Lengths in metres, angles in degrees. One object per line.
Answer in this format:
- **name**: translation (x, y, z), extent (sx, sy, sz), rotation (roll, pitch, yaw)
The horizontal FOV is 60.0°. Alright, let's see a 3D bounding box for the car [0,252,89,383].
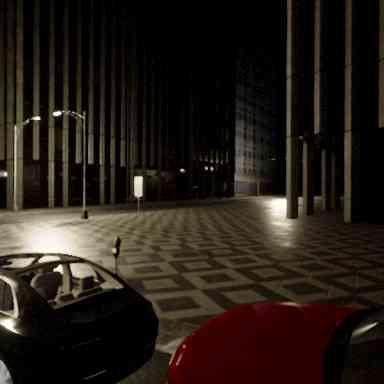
- **car**: translation (-2.460, 1.548, 4.706), extent (4.403, 1.369, 2.008), rotation (0, 0, 35)

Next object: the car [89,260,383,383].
- **car**: translation (2.054, 1.316, 1.519), extent (5.009, 1.841, 2.192), rotation (0, 0, 35)
